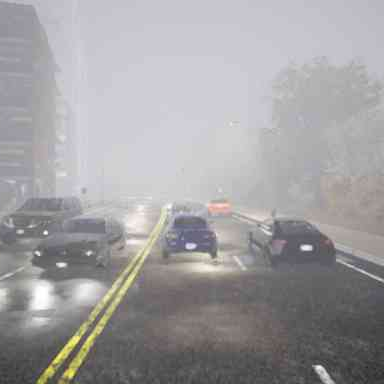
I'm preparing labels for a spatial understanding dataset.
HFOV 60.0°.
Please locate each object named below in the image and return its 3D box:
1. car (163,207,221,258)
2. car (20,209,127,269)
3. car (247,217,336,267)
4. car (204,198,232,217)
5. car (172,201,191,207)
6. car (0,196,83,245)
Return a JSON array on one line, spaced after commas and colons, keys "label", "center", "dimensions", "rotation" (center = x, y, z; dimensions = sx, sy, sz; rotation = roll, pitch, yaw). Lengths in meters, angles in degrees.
[{"label": "car", "center": [-0.100, 1.513, 12.587], "dimensions": [1.812, 1.442, 4.674], "rotation": [0, 0, -1]}, {"label": "car", "center": [-3.483, 1.541, 11.444], "dimensions": [2.033, 1.411, 5.357], "rotation": [0, 0, -1]}, {"label": "car", "center": [3.174, 1.547, 11.368], "dimensions": [1.994, 1.385, 4.181], "rotation": [0, 0, -1]}, {"label": "car", "center": [2.307, 1.308, 31.003], "dimensions": [2.097, 1.767, 4.553], "rotation": [0, 0, -4]}, {"label": "car", "center": [-1.148, 1.557, 34.195], "dimensions": [1.895, 1.301, 4.718], "rotation": [0, 0, -4]}, {"label": "car", "center": [-6.818, 1.218, 15.848], "dimensions": [2.150, 2.045, 5.566], "rotation": [0, 0, -1]}]
